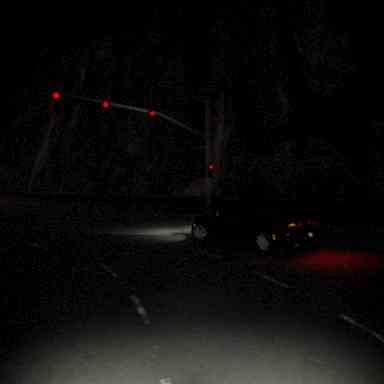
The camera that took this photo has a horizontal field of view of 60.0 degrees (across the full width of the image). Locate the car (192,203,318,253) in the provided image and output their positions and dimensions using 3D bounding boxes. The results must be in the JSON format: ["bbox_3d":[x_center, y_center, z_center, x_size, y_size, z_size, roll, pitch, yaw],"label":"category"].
[{"bbox_3d":[2.054,1.140,12.220,1.882,1.535,5.008,0,1,-41],"label":"car"}]

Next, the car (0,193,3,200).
[{"bbox_3d":[-27.943,0.420,46.029,4.718,1.301,1.895,2,3,44],"label":"car"}]
